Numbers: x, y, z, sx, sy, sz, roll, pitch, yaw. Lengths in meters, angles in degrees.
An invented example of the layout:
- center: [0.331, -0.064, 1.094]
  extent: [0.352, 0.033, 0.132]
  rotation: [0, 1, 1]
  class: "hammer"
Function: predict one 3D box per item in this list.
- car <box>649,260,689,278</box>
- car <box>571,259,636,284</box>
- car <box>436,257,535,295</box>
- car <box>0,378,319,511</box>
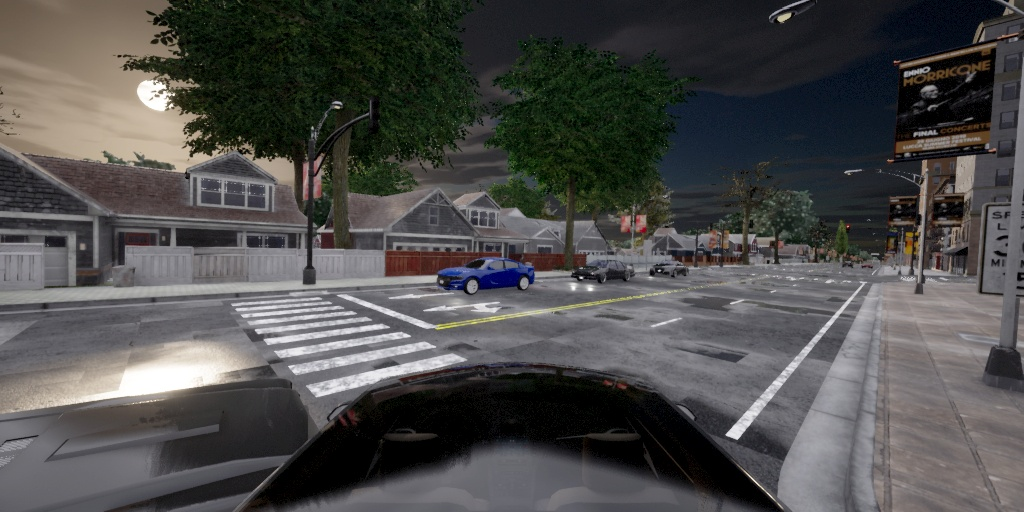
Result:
- center: [13.310, 1.019, 30.301]
  extent: [4.181, 1.385, 1.994]
  rotation: [0, 2, -44]
  class: "car"
- center: [6.098, 0.938, 23.396]
  extent: [5.357, 1.411, 2.033]
  rotation: [0, 2, -44]
  class: "car"
- center: [-1.084, 0.807, 16.492]
  extent: [5.008, 1.535, 1.882]
  rotation: [0, 2, -44]
  class: "car"
- center: [-3.313, 1.286, 1.311]
  extent: [4.718, 1.301, 1.895]
  rotation: [1, 2, -34]
  class: "car"
